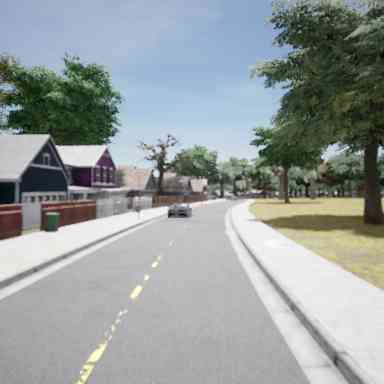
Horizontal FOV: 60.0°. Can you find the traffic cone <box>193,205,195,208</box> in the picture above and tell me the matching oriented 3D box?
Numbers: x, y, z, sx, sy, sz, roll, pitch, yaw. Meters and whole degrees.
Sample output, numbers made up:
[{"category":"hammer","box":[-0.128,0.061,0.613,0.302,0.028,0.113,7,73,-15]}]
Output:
[{"category":"traffic cone","box":[0.337,2.142,49.869,0.340,0.580,0.340,0,0,9]}]

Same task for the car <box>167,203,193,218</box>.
[{"category":"car","box":[-1.104,1.721,31.459,1.895,1.301,4.718,0,0,6]}]
